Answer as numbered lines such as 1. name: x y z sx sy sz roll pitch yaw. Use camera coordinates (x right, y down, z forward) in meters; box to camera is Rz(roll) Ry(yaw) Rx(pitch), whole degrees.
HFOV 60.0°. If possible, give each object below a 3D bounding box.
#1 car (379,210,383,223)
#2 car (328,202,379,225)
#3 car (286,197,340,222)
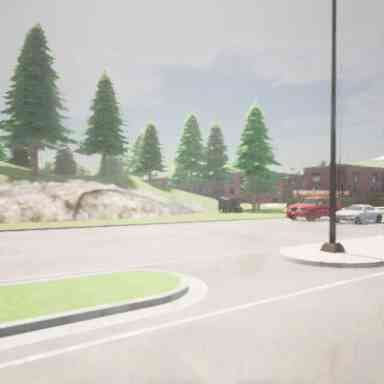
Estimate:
1. car: 16.349 1.455 24.110 5.566 2.045 2.150 1 0 -33
2. car: 13.178 1.736 26.242 4.674 1.442 1.812 1 0 -33
3. car: 10.647 1.423 28.778 5.566 2.045 2.150 1 0 -33
